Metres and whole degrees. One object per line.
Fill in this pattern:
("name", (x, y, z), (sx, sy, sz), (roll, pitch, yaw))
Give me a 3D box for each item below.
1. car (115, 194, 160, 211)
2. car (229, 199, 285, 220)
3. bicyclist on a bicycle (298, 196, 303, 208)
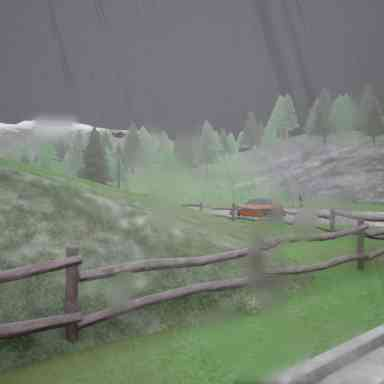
("car", (-6.757, 1.222, 41.660), (5.566, 2.045, 2.150), (0, 0, 13))
("car", (5.390, 1.351, 28.036), (4.553, 1.767, 2.097), (0, 0, 35))
("bicyclist on a bicycle", (14.311, 1.302, 43.808), (0.582, 1.620, 1.656), (0, 0, 34))
